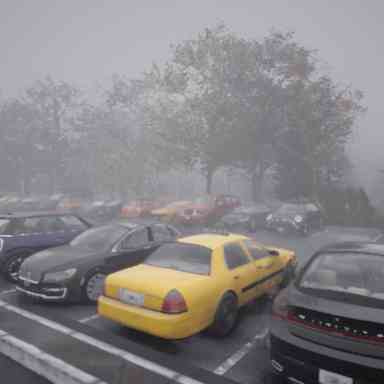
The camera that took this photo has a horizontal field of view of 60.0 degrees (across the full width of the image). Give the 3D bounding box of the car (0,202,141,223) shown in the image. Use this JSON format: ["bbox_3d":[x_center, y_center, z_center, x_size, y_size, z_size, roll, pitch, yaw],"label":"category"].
[{"bbox_3d":[-4.027,1.347,9.967,2.185,1.767,4.553,0,0,36],"label":"car"}]

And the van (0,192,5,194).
[{"bbox_3d":[-25.857,0.990,41.654,1.878,1.987,4.442,1,0,36],"label":"van"}]

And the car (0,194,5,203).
[{"bbox_3d":[-19.003,1.281,36.879,2.097,1.535,5.008,1,0,36],"label":"car"}]

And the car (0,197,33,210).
[{"bbox_3d":[-21.266,1.300,38.502,2.002,1.452,4.674,1,0,36],"label":"car"}]

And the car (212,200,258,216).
[{"bbox_3d":[3.614,1.473,20.629,2.231,1.521,4.892,0,0,36],"label":"car"}]

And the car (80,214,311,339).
[{"bbox_3d":[0.620,1.501,6.895,1.946,1.575,5.366,0,0,36],"label":"car"}]

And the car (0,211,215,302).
[{"bbox_3d":[-1.745,1.489,8.373,2.231,1.521,4.892,0,0,36],"label":"car"}]

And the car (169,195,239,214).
[{"bbox_3d":[1.335,1.203,22.225,2.435,2.045,5.566,0,0,36],"label":"car"}]

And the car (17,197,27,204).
[{"bbox_3d":[-14.468,1.352,33.649,2.163,1.488,4.792,1,0,36],"label":"car"}]

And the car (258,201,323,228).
[{"bbox_3d":[5.892,1.362,19.023,2.185,1.767,4.553,0,0,36],"label":"car"}]

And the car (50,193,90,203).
[{"bbox_3d":[-9.977,1.237,30.348,2.185,1.767,4.553,0,0,36],"label":"car"}]

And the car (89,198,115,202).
[{"bbox_3d":[-5.439,1.401,27.120,2.097,1.535,5.008,0,0,36],"label":"car"}]

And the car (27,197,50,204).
[{"bbox_3d":[-12.235,1.092,31.975,2.435,2.045,5.566,1,0,36],"label":"car"}]

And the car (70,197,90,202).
[{"bbox_3d":[-7.696,1.422,28.752,2.002,1.452,4.674,0,0,36],"label":"car"}]

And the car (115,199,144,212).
[{"bbox_3d":[-3.193,1.294,25.473,2.185,1.767,4.553,0,0,36],"label":"car"}]

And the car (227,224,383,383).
[{"bbox_3d":[2.768,1.521,5.115,2.231,1.521,4.892,0,0,36],"label":"car"}]

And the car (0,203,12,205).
[{"bbox_3d":[-10.807,1.449,14.841,2.163,1.488,4.792,0,0,36],"label":"car"}]

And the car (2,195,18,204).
[{"bbox_3d":[-16.740,1.303,35.255,2.231,1.521,4.892,1,0,36],"label":"car"}]

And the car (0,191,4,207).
[{"bbox_3d":[-28.067,0.943,43.351,2.435,2.045,5.566,1,0,36],"label":"car"}]

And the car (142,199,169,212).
[{"bbox_3d":[-0.911,1.437,23.878,2.097,1.535,5.008,0,0,36],"label":"car"}]
